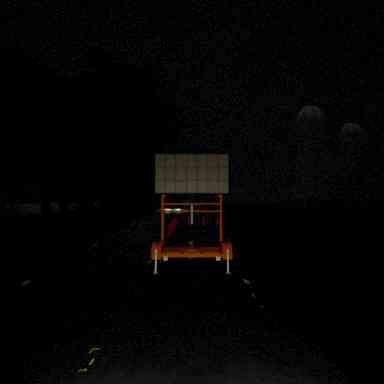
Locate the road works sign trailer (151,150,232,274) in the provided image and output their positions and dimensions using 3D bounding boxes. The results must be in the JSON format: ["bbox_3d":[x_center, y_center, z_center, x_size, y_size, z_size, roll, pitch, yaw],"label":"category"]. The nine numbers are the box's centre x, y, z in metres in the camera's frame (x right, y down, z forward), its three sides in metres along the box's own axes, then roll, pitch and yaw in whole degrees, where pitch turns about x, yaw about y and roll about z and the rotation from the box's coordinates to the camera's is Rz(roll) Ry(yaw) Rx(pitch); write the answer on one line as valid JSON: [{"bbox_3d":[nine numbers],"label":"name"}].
[{"bbox_3d":[-0.004,0.481,10.560,2.380,3.560,2.880,0,0,0],"label":"road works sign trailer"}]

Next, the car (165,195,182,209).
[{"bbox_3d":[-2.770,1.421,49.992,2.150,2.045,5.566,0,0,0],"label":"car"}]
